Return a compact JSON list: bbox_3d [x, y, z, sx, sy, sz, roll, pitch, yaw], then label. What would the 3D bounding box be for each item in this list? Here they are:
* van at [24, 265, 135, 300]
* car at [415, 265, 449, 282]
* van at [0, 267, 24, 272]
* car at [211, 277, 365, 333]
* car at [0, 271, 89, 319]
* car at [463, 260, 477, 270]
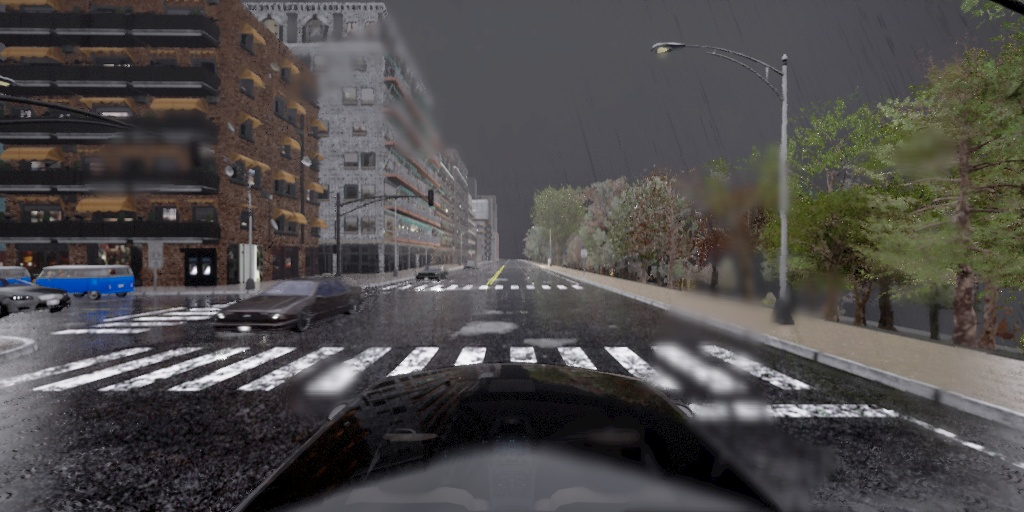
[{"bbox_3d":[-22.757,1.397,19.157,3.998,1.789,1.690,0,0,-1],"label":"van"},{"bbox_3d":[-6.560,1.444,29.649,1.895,1.301,4.718,0,0,0],"label":"car"},{"bbox_3d":[-28.358,1.471,19.067,3.998,1.789,1.690,0,0,-1],"label":"van"},{"bbox_3d":[-6.524,1.404,11.403,2.033,1.411,5.357,0,0,0],"label":"car"},{"bbox_3d":[-19.689,1.515,13.420,4.902,1.511,2.128,-1,0,-1],"label":"car"},{"bbox_3d":[-6.620,1.478,57.145,1.837,1.490,4.892,0,2,0],"label":"car"}]
